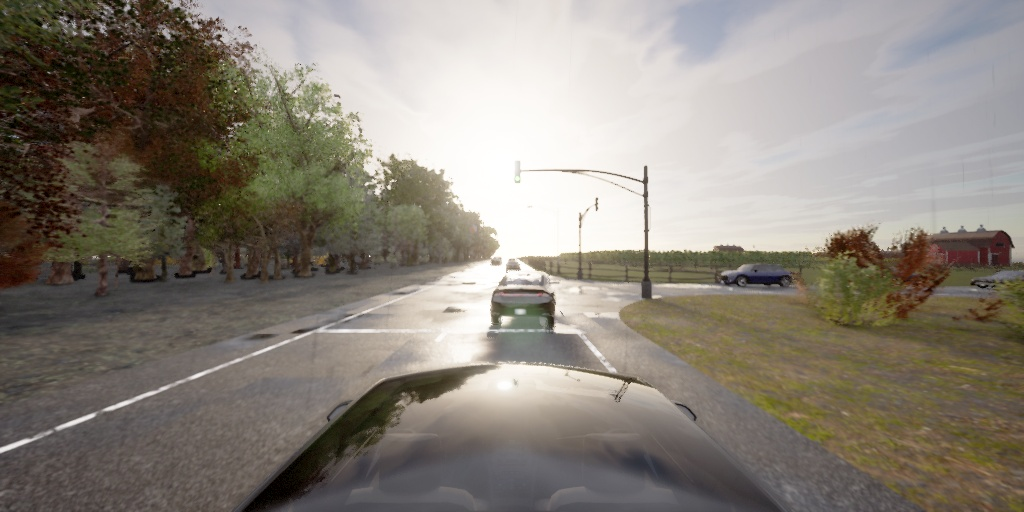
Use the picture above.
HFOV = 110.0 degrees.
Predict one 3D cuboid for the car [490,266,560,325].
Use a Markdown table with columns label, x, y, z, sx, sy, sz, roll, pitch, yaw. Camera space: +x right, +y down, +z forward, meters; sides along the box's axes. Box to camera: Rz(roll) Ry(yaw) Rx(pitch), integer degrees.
| label | x | y | z | sx | sy | sz | roll | pitch | yaw |
| --- | --- | --- | --- | --- | --- | --- | --- | --- | --- |
| car | 0.525 | 1.244 | 11.813 | 2.128 | 1.511 | 4.902 | 0 | 0 | 7 |

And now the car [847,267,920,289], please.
| label | x | y | z | sx | sy | sz | roll | pitch | yaw |
| --- | --- | --- | --- | --- | --- | --- | --- | --- | --- |
| car | 26.708 | 1.574 | 26.304 | 5.008 | 1.535 | 1.882 | 1 | -1 | 0 |

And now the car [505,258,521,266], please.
| label | x | y | z | sx | sy | sz | roll | pitch | yaw |
| --- | --- | --- | --- | --- | --- | --- | --- | --- | --- |
| car | 0.105 | 1.301 | 45.935 | 2.033 | 1.411 | 5.357 | 0 | 0 | 0 |

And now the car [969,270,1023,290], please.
| label | x | y | z | sx | sy | sz | roll | pitch | yaw |
| --- | --- | --- | --- | --- | --- | --- | --- | --- | --- |
| car | 37.148 | 1.757 | 26.253 | 5.357 | 1.411 | 2.033 | 1 | -1 | 0 |

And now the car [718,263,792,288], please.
| label | x | y | z | sx | sy | sz | roll | pitch | yaw |
| --- | --- | --- | --- | --- | --- | --- | --- | --- | --- |
| car | 17.738 | 1.351 | 26.388 | 4.553 | 1.767 | 2.097 | 1 | -1 | 1 |
